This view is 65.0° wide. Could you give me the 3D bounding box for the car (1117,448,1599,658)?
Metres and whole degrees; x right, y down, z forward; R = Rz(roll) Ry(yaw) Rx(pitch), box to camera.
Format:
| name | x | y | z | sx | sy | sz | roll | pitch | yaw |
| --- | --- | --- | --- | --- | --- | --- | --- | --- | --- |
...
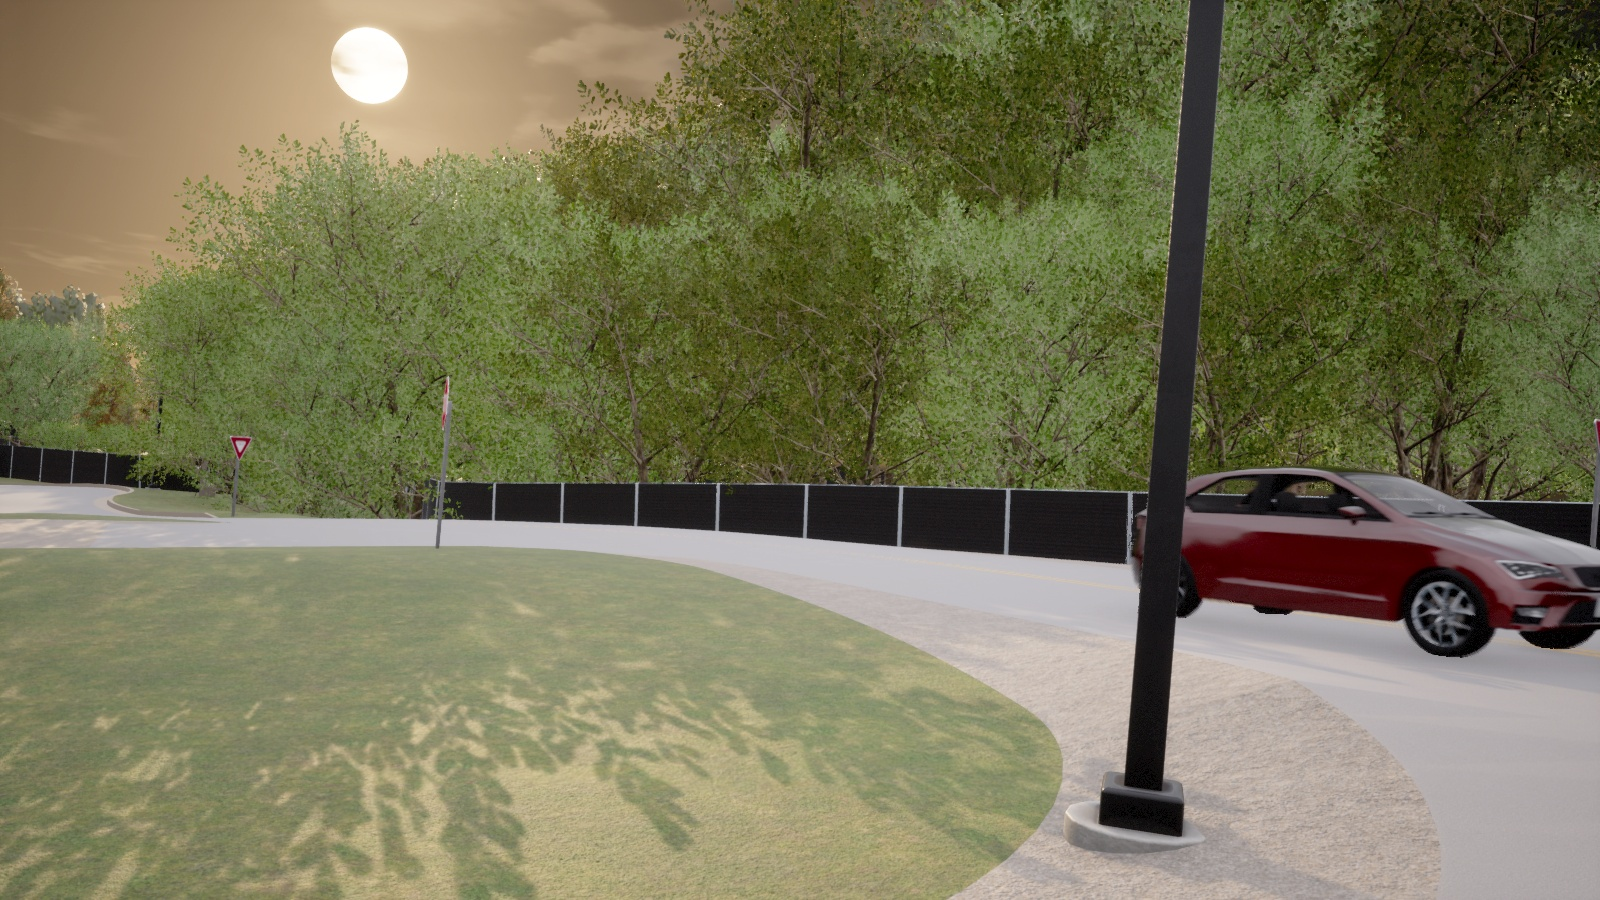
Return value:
| name | x | y | z | sx | sy | sz | roll | pitch | yaw |
| --- | --- | --- | --- | --- | --- | --- | --- | --- | --- |
| car | 5.004 | 0.785 | 11.093 | 1.816 | 1.474 | 4.193 | 2 | -2 | -32 |
